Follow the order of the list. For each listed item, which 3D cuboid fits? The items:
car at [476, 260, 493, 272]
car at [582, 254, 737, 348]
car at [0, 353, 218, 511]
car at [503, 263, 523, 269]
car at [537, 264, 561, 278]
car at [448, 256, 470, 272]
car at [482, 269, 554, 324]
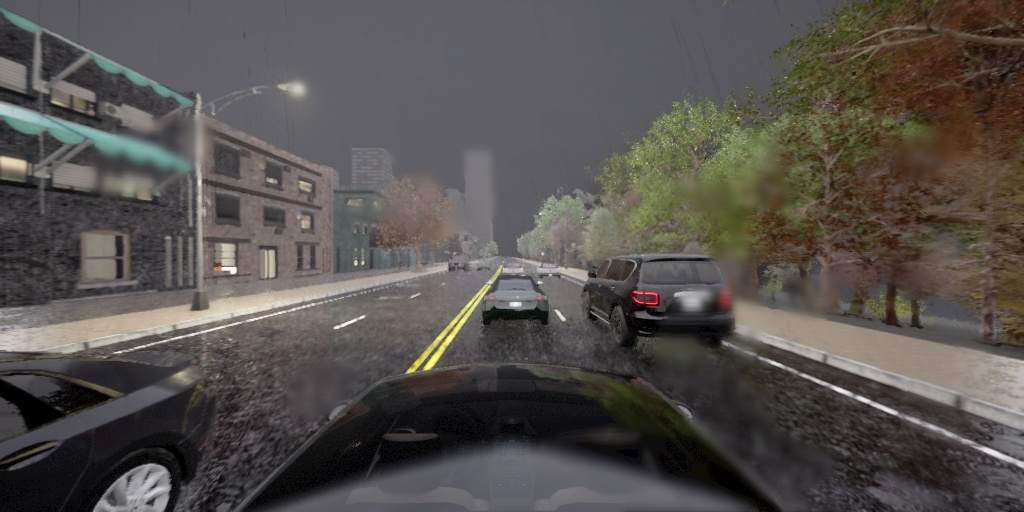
[{"bbox_3d":[-3.419,1.250,45.268,1.837,1.490,4.892,0,0,-1],"label":"car"},{"bbox_3d":[3.350,0.970,9.339,2.150,2.045,5.566,0,0,0],"label":"car"},{"bbox_3d":[-3.351,1.255,0.922,1.837,1.490,4.892,0,0,0],"label":"car"},{"bbox_3d":[0.097,1.346,33.344,1.895,1.301,4.718,0,0,0],"label":"car"},{"bbox_3d":[3.348,1.346,33.313,1.895,1.301,4.718,0,0,0],"label":"car"},{"bbox_3d":[-6.670,0.968,45.523,2.150,2.045,5.566,0,0,0],"label":"car"},{"bbox_3d":[0.100,1.312,11.978,1.994,1.385,4.181,0,0,0],"label":"car"}]
